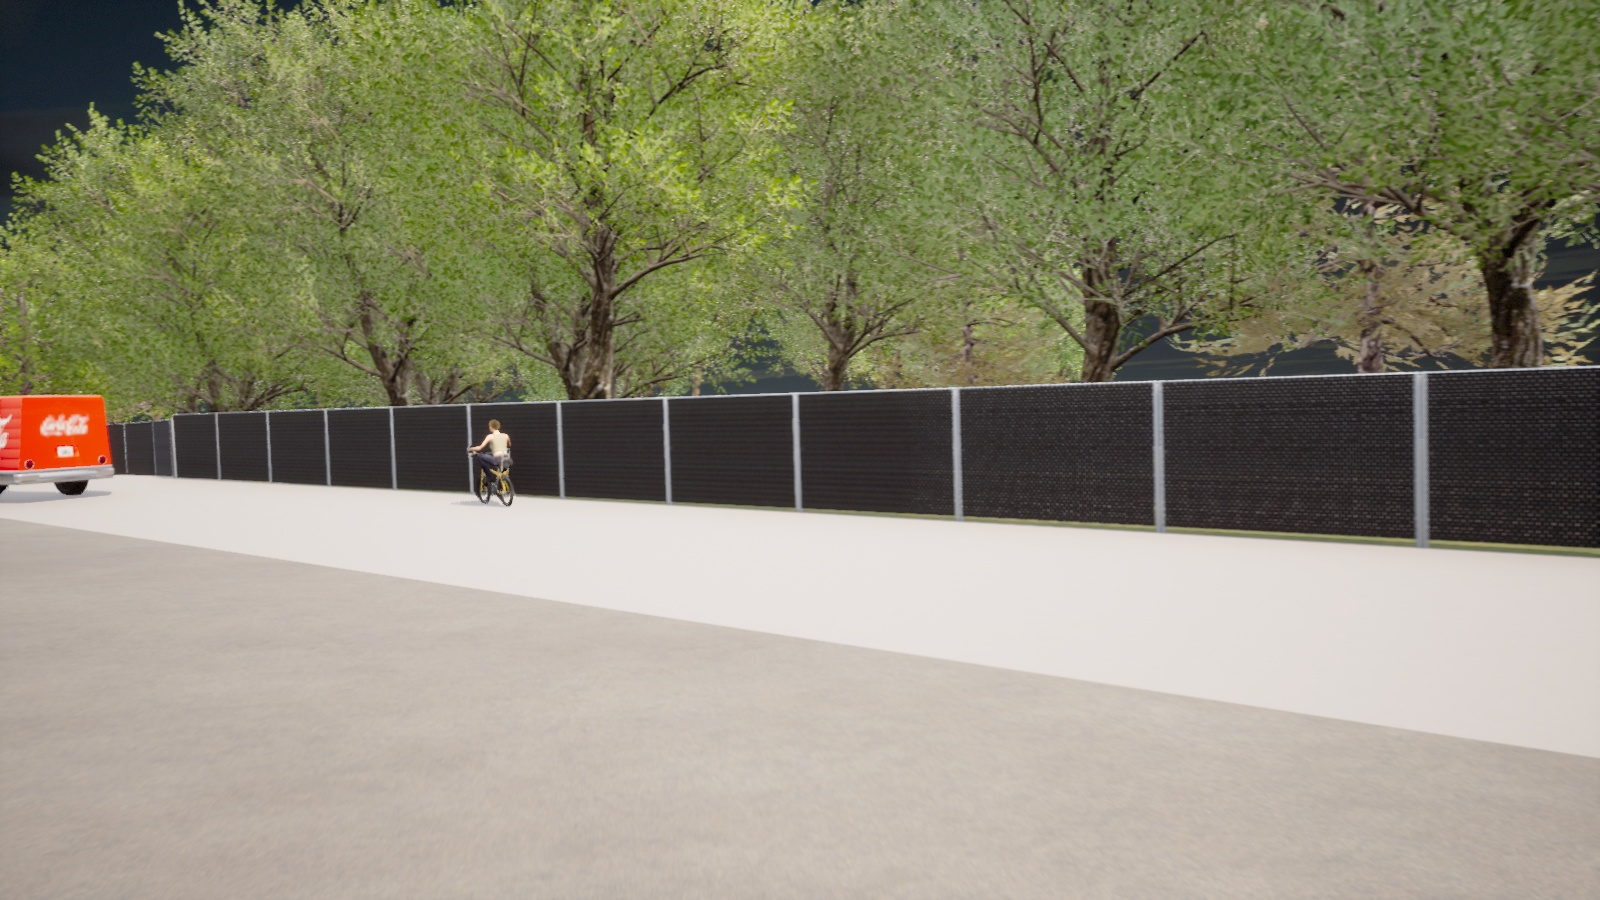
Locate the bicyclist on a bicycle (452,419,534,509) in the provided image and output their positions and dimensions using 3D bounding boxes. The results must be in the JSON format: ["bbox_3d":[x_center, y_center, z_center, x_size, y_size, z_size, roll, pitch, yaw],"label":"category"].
[{"bbox_3d":[-5.756,0.237,23.535,0.866,1.612,1.509,-4,3,-39],"label":"bicyclist on a bicycle"}]

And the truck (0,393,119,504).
[{"bbox_3d":[-19.465,-0.068,30.272,5.204,2.467,2.627,-1,2,24],"label":"truck"}]
